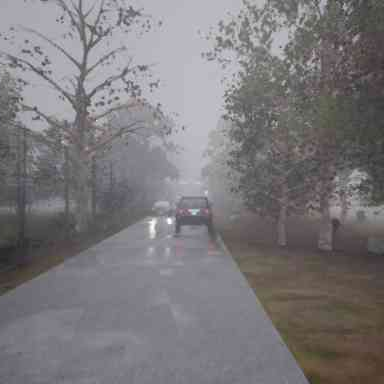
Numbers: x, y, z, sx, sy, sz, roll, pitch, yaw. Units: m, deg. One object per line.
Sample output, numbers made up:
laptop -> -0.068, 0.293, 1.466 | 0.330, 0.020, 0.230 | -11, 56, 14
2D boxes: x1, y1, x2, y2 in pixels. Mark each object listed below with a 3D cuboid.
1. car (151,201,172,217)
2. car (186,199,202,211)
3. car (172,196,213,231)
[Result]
car -> -2.751, 1.552, 31.431 | 1.812, 1.442, 4.674 | 0, 0, 1
car -> 0.245, 1.638, 42.820 | 1.895, 1.301, 4.718 | 0, 0, 0
car -> 0.145, 1.238, 20.605 | 2.150, 2.045, 5.566 | 0, 0, 1
